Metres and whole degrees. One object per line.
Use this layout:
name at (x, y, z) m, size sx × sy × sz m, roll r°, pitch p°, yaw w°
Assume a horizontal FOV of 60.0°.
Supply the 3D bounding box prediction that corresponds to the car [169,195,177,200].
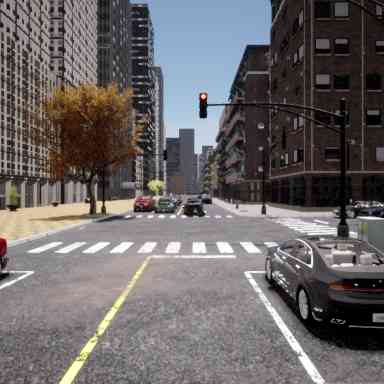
car at (-5.469, 1.654, 94.542) m, size 2.008 × 1.369 × 4.403 m, roll 0°, pitch 0°, yaw 0°

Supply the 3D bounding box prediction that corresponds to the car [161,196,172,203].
car at (-5.521, 1.627, 72.451) m, size 1.947 × 1.339 × 4.313 m, roll 0°, pitch 0°, yaw 0°

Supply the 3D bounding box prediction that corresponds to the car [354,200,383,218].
car at (14.937, 1.326, 23.691) m, size 5.357 × 1.411 × 2.033 m, roll -1°, pitch 0°, yaw 3°

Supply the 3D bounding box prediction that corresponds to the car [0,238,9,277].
car at (-5.675, 1.545, 6.925) m, size 1.887 × 1.381 × 4.507 m, roll 0°, pitch 0°, yaw 0°

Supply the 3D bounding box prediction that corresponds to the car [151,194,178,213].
car at (-2.985, 1.371, 36.995) m, size 2.097 × 1.767 × 4.553 m, roll 0°, pitch 0°, yaw -1°

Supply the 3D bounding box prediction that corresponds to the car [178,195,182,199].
car at (-2.959, 1.529, 55.291) m, size 2.128 × 1.511 × 4.902 m, roll 0°, pitch 0°, yaw 0°

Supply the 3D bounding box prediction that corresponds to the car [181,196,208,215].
car at (0.187, 1.521, 33.791) m, size 1.837 × 1.490 × 4.892 m, roll -1°, pitch 0°, yaw -3°

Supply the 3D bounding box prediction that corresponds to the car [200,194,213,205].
car at (2.834, 1.611, 61.384) m, size 1.947 × 1.339 × 4.313 m, roll 0°, pitch 0°, yaw 0°

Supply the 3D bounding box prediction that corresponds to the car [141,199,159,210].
car at (-5.586, 1.592, 44.836) m, size 1.947 × 1.339 × 4.313 m, roll 0°, pitch 0°, yaw 0°

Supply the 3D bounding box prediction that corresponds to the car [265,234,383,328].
car at (2.705, 1.551, 6.905) m, size 2.008 × 1.369 × 4.403 m, roll 0°, pitch 0°, yaw 0°

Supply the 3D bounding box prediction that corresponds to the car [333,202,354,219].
car at (13.487, 1.350, 26.286) m, size 4.403 × 1.369 × 2.008 m, roll -1°, pitch 1°, yaw 0°

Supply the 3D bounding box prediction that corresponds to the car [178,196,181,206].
car at (-2.990, 1.629, 45.979) m, size 1.895 × 1.301 × 4.718 m, roll 0°, pitch 0°, yaw 0°

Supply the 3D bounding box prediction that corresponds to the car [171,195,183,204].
car at (-2.889, 1.402, 65.096) m, size 2.097 × 1.767 × 4.553 m, roll 0°, pitch 0°, yaw 1°

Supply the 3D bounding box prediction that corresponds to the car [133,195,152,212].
car at (-5.600, 1.336, 39.313) m, size 2.192 × 1.841 × 5.009 m, roll 0°, pitch 0°, yaw 0°

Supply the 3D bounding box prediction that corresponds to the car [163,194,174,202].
car at (-5.508, 1.386, 77.973) m, size 2.192 × 1.841 × 5.009 m, roll 0°, pitch 0°, yaw 0°

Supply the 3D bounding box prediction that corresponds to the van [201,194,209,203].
van at (2.860, 1.402, 72.431) m, size 1.690 × 1.788 × 3.998 m, roll 0°, pitch 0°, yaw 0°
